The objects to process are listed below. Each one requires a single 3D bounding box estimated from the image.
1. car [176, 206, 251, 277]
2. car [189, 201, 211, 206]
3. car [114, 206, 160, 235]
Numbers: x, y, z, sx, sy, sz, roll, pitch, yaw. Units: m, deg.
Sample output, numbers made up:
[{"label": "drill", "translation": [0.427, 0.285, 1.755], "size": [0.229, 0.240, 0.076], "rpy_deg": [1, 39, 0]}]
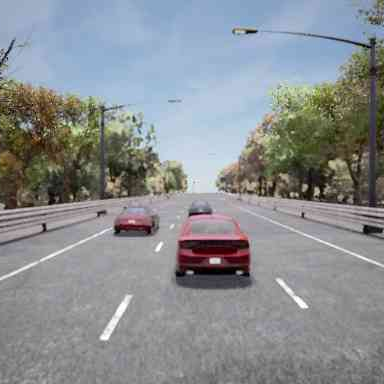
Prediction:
[{"label": "car", "translation": [0.543, 1.425, 10.129], "size": [1.882, 1.535, 5.008], "rpy_deg": [0, 0, 0]}, {"label": "car", "translation": [0.720, 1.413, 28.248], "size": [1.994, 1.385, 4.181], "rpy_deg": [0, 0, 1]}, {"label": "car", "translation": [-2.932, 1.453, 18.382], "size": [1.994, 1.385, 4.181], "rpy_deg": [0, -1, 1]}]
